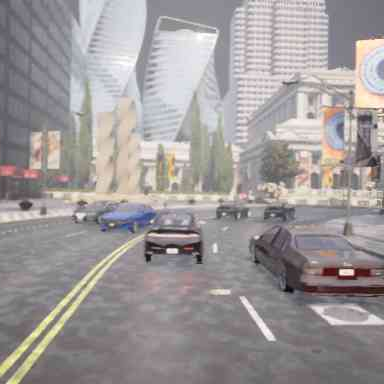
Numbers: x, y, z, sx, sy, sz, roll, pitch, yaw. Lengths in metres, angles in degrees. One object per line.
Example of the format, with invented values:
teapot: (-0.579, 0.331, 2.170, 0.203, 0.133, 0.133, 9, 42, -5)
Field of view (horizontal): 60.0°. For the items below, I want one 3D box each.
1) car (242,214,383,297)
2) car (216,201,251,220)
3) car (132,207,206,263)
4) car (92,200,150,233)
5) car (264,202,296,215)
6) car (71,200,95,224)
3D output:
car: (2.903, 1.591, 8.942, 2.033, 1.411, 5.357, 1, 0, -2)
car: (3.615, 1.523, 28.453, 1.837, 1.490, 4.892, 1, 0, 26)
car: (-0.532, 1.455, 11.867, 2.128, 1.511, 4.902, 1, 0, 1)
car: (-3.488, 1.363, 19.007, 1.882, 1.535, 5.008, 1, 0, 12)
car: (7.606, 1.609, 28.540, 1.837, 1.490, 4.892, 0, 0, 29)
car: (-6.178, 1.312, 22.635, 2.128, 1.511, 4.902, 1, 0, 16)
